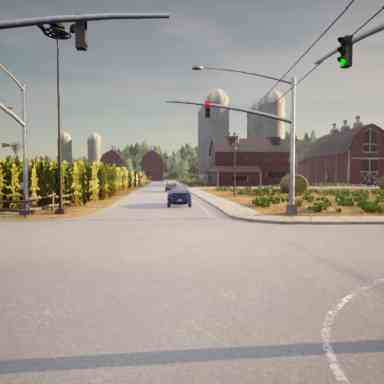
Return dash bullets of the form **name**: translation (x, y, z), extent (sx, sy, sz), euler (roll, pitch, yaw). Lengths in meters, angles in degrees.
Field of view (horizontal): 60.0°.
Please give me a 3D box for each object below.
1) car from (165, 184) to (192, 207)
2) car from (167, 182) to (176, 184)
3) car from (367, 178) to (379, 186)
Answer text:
- **car**: translation (-1.105, 0.360, 27.594), extent (1.882, 1.535, 5.008), euler (0, 3, -5)
- **car**: translation (-3.328, -0.785, 52.826), extent (2.128, 1.511, 4.902), euler (0, 3, -5)
- **car**: translation (42.388, -2.292, 77.506), extent (1.905, 1.878, 3.866), euler (10, 10, 41)
